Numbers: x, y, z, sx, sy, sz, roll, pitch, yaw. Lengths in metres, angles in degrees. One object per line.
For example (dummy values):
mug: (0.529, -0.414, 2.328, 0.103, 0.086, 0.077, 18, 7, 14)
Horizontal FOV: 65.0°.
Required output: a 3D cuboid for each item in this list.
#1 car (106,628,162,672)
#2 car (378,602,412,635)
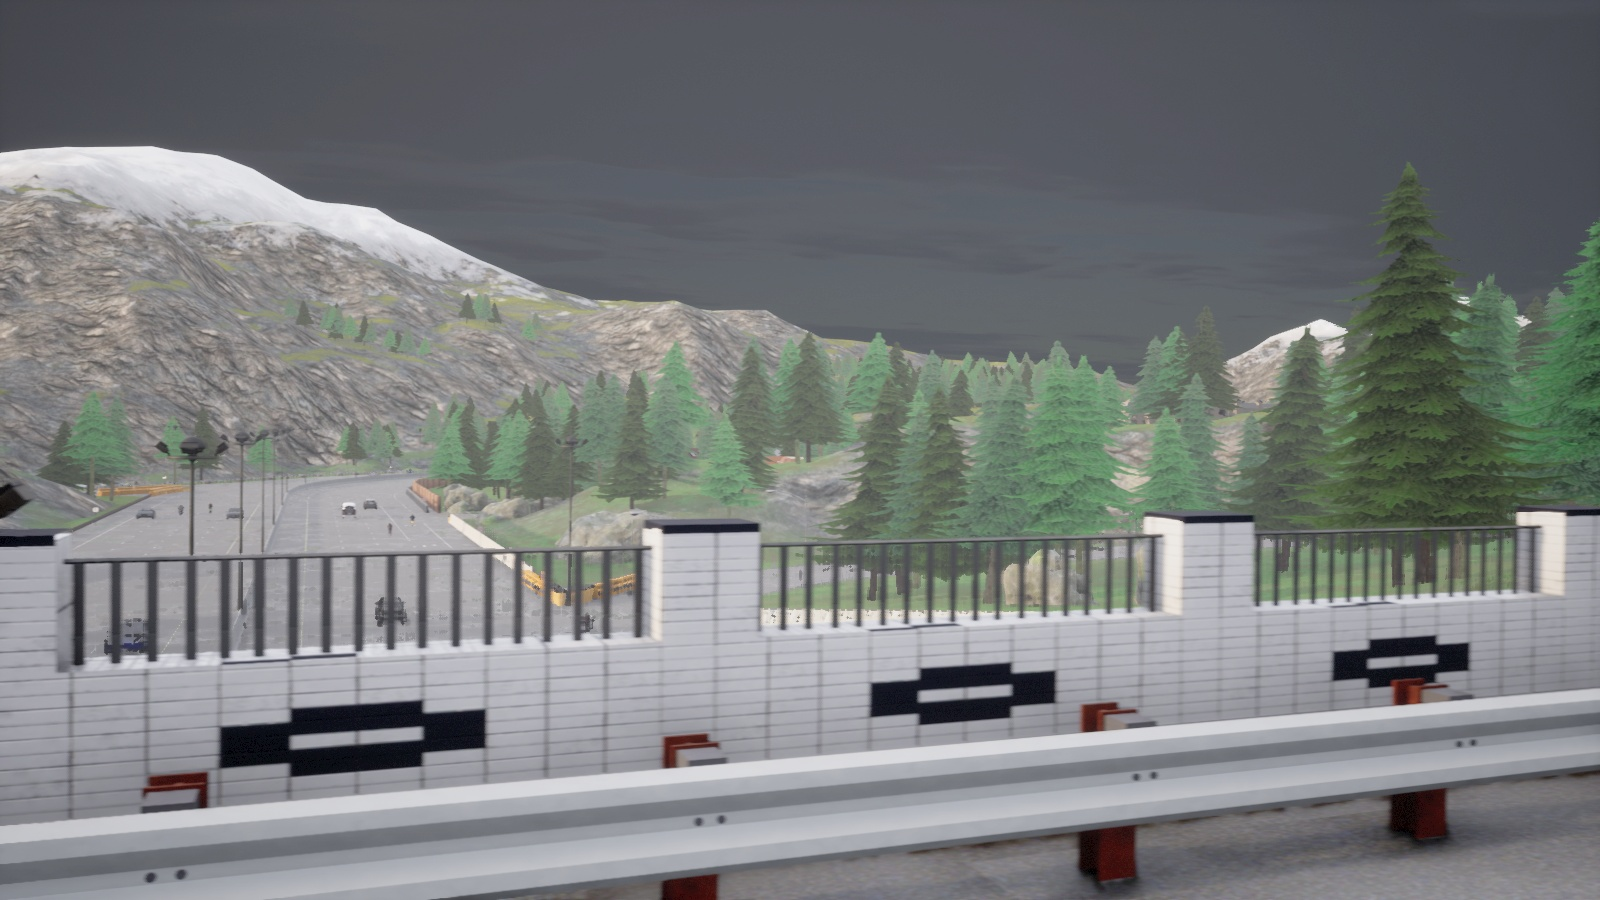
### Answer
car: (-36.601, 10.970, 69.149, 2.163, 1.488, 4.792, -1, 1, -21)
car: (-25.911, 10.743, 80.284, 1.789, 1.549, 3.705, -1, 1, -21)
